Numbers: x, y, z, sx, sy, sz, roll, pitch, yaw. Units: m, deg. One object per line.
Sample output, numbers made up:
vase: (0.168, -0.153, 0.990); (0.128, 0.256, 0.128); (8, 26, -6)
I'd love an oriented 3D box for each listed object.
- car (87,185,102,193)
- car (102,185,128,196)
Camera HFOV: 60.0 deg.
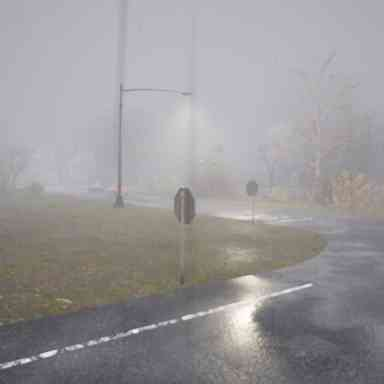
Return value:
car: (-17.407, -0.561, 59.959); (1.882, 1.535, 5.008); (0, 2, -35)
car: (-11.818, -0.377, 52.121); (2.097, 1.767, 4.553); (0, 2, -35)
